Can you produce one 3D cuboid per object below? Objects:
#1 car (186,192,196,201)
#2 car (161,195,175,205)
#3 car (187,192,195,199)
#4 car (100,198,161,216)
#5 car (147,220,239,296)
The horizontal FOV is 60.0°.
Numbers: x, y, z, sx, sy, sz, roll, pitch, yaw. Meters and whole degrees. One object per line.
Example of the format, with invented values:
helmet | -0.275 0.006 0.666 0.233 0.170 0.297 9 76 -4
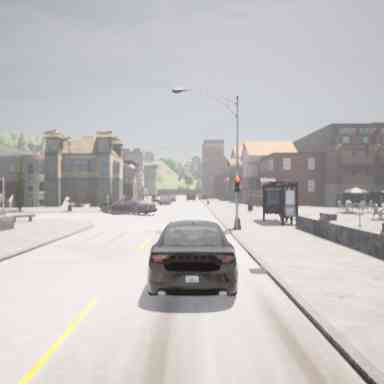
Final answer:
car | -0.210 0.989 76.737 2.150 2.045 5.566 0 0 0
car | -4.228 1.389 53.252 2.033 1.411 5.357 0 0 0
car | -0.239 0.930 87.097 2.097 1.767 4.553 0 0 0
car | -6.011 1.453 31.510 5.357 1.411 2.033 0 0 23
car | 0.027 1.452 8.612 1.882 1.535 5.008 0 0 0
